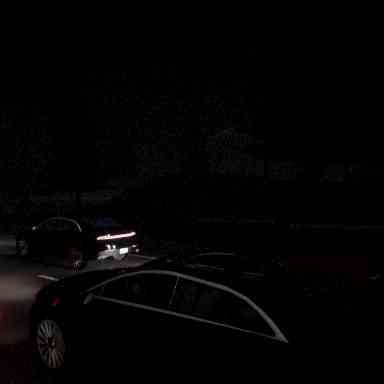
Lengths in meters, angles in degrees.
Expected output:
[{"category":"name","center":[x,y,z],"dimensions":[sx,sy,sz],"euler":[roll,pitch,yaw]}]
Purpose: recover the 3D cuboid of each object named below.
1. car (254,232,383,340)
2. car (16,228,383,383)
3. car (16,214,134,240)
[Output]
[{"category":"car","center":[3.638,1.601,5.696],"dimensions":[4.718,1.301,1.895],"euler":[0,0,36]},{"category":"car","center":[-0.039,1.490,4.016],"dimensions":[4.902,1.511,2.128],"euler":[0,0,35]},{"category":"car","center":[-3.941,1.478,11.016],"dimensions":[4.902,1.511,2.128],"euler":[0,0,36]}]
